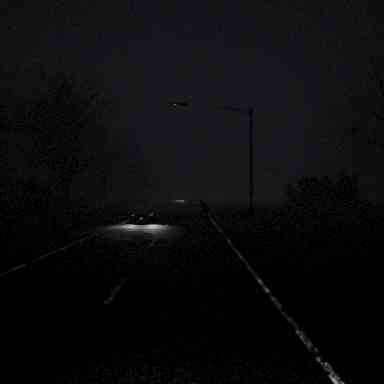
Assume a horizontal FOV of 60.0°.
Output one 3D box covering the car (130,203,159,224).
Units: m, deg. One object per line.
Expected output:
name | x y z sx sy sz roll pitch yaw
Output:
car | -3.634 1.632 26.093 1.812 1.442 4.674 0 0 0

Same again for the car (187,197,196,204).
car | -0.137 1.837 73.566 1.994 1.385 4.181 0 0 0

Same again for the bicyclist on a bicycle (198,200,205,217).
bicyclist on a bicycle | 0.905 1.583 32.079 0.582 1.620 1.656 0 -1 0

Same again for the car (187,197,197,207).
car | -0.004 1.773 57.071 2.033 1.411 5.357 0 0 0

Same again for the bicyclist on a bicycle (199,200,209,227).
bicyclist on a bicycle | 0.921 1.547 22.926 0.582 1.620 1.656 0 -1 0
